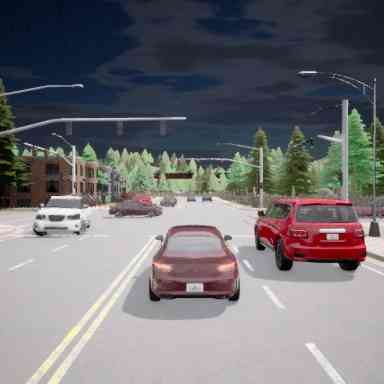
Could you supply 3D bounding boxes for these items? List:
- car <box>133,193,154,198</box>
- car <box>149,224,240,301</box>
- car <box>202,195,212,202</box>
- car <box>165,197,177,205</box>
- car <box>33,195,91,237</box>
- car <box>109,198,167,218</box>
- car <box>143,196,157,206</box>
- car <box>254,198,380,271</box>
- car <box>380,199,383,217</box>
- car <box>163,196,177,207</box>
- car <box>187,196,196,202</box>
[{"bbox_3d":[-7.169,1.221,47.908,2.150,2.045,5.566,0,0,2],"label":"car"},{"bbox_3d":[0.046,1.526,8.185,1.812,1.442,4.674,0,0,0],"label":"car"},{"bbox_3d":[3.356,1.355,74.348,2.097,1.767,4.553,0,0,0],"label":"car"},{"bbox_3d":[-3.700,1.564,59.792,1.994,1.385,4.181,0,0,0],"label":"car"},{"bbox_3d":[-6.963,1.220,18.582,2.150,2.045,5.566,1,0,-10],"label":"car"},{"bbox_3d":[-4.867,1.525,29.031,4.674,1.442,1.812,0,0,1],"label":"car"},{"bbox_3d":[-7.205,1.525,57.307,1.812,1.442,4.674,0,0,0],"label":"car"},{"bbox_3d":[3.553,1.221,11.066,2.150,2.045,5.566,0,0,0],"label":"car"},{"bbox_3d":[15.507,1.564,28.764,4.181,1.385,1.994,0,0,0],"label":"car"},{"bbox_3d":[-3.702,1.352,51.184,2.097,1.767,4.553,0,0,0],"label":"car"},{"bbox_3d":[-0.152,1.553,74.575,1.994,1.385,4.181,0,0,0],"label":"car"}]
